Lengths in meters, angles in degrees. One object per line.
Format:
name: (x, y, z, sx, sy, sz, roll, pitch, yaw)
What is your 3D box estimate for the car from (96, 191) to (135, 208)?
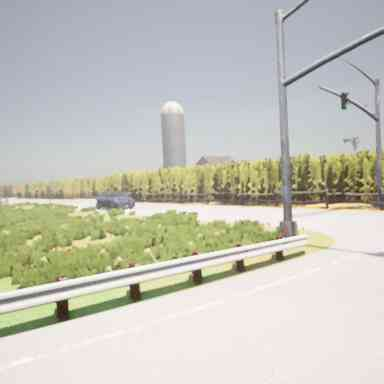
car: (-7.315, 0.738, 31.447, 2.097, 1.767, 4.553, -5, 3, -41)
